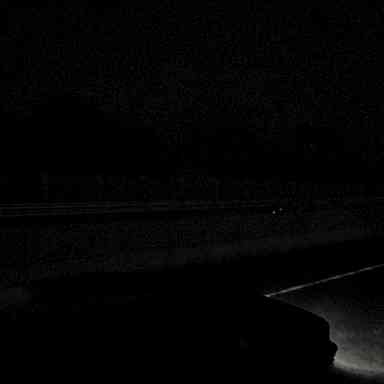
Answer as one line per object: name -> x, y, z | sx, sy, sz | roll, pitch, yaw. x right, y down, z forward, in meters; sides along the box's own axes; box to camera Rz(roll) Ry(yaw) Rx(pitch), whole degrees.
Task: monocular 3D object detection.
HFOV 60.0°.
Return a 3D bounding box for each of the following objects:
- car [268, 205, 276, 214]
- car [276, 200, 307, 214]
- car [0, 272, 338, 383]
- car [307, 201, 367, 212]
car -> 9.807, 1.507, 32.464 | 5.357, 1.411, 2.033 | 0, 0, -35
car -> 9.431, 1.527, 27.898 | 4.181, 1.385, 1.994 | 0, 0, -35
car -> -0.908, 1.546, 3.094 | 5.357, 1.411, 2.033 | 0, 0, -35
car -> 11.111, 1.441, 24.798 | 5.008, 1.535, 1.882 | 0, 0, -35
